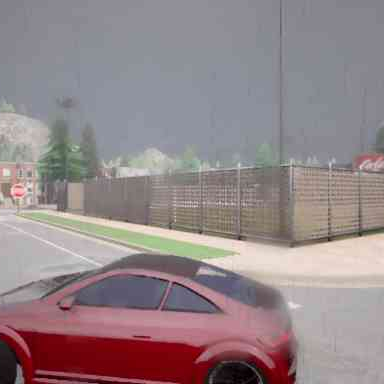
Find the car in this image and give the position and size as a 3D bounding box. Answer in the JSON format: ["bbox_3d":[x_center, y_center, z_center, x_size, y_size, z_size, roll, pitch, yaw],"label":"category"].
[{"bbox_3d":[-0.794,1.570,4.404,4.181,1.385,1.994,0,1,10],"label":"car"}]
